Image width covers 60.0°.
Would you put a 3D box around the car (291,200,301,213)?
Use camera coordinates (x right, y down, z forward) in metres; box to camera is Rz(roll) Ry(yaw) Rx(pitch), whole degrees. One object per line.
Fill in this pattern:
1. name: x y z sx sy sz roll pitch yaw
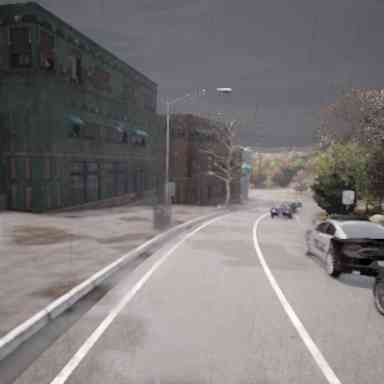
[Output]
1. car: 12.386 1.893 42.640 1.837 1.490 4.892 3 1 24

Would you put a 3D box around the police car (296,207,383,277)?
1. police car: 4.916 1.531 10.602 1.930 1.638 5.238 2 0 7

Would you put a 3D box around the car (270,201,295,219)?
1. car: 8.799 1.832 32.600 1.895 1.301 4.718 3 0 18

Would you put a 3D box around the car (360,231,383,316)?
1. car: 4.365 1.616 4.626 1.812 1.442 4.674 1 0 4
